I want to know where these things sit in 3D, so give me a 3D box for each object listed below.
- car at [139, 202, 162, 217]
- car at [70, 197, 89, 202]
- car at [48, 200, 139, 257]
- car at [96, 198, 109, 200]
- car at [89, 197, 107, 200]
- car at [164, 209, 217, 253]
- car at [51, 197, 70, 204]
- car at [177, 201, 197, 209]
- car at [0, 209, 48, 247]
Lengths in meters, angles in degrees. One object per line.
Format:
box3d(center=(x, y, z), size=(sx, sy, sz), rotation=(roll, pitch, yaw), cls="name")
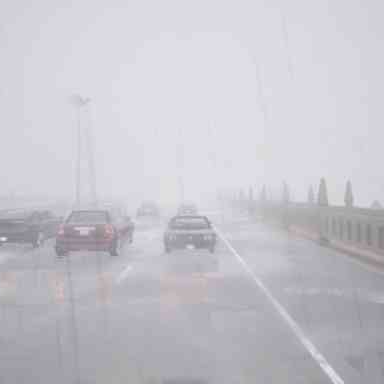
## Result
box3d(center=(-3.942, 1.581, 31.170), size=(1.994, 1.385, 4.181), rotation=(0, 0, -1), cls="car")
box3d(center=(-18.598, 1.564, 56.535), size=(1.812, 1.442, 4.674), rotation=(0, 0, -1), cls="car")
box3d(center=(-3.591, 1.360, 13.120), size=(2.097, 1.767, 4.553), rotation=(0, 0, -1), cls="car")
box3d(center=(-7.465, 1.545, 31.585), size=(1.812, 1.442, 4.674), rotation=(0, 0, -1), cls="car")
box3d(center=(-15.093, 1.540, 55.539), size=(1.837, 1.490, 4.892), rotation=(0, 0, -1), cls="car")
box3d(center=(-0.095, 1.607, 13.726), size=(1.895, 1.301, 4.718), rotation=(0, 0, -1), cls="car")
box3d(center=(-22.092, 1.532, 56.278), size=(2.128, 1.511, 4.902), rotation=(0, 0, -1), cls="car")
box3d(center=(-0.464, 1.541, 31.642), size=(1.812, 1.442, 4.674), rotation=(0, 0, -1), cls="car")
box3d(center=(-7.124, 1.516, 14.970), size=(1.837, 1.490, 4.892), rotation=(0, 0, -1), cls="car")
